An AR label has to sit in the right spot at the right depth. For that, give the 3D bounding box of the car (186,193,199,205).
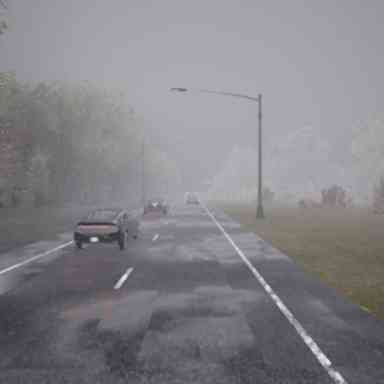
[{"bbox_3d":[0.092,1.370,54.377,1.994,1.385,4.181,0,0,0],"label":"car"}]

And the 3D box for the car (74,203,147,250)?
[{"bbox_3d":[-3.404,1.440,14.031,2.128,1.511,4.902,0,0,0],"label":"car"}]

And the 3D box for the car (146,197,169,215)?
[{"bbox_3d":[-3.407,1.234,32.673,2.097,1.767,4.553,0,0,0],"label":"car"}]

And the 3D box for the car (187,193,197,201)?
[{"bbox_3d":[-0.011,1.099,72.793,2.097,1.767,4.553,0,0,0],"label":"car"}]
